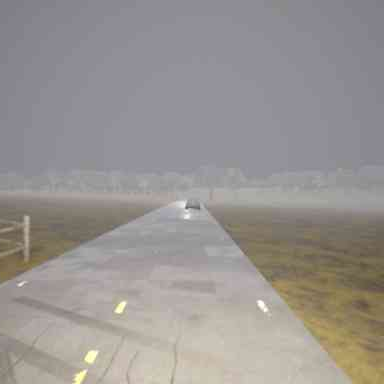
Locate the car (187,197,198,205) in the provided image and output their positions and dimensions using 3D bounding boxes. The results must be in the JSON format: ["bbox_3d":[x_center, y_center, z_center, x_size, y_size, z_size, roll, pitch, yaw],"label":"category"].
[{"bbox_3d":[0.121,1.710,61.713,2.033,1.411,5.357,0,0,0],"label":"car"}]

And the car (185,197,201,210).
[{"bbox_3d":[0.115,1.612,44.152,1.994,1.385,4.181,0,0,0],"label":"car"}]
